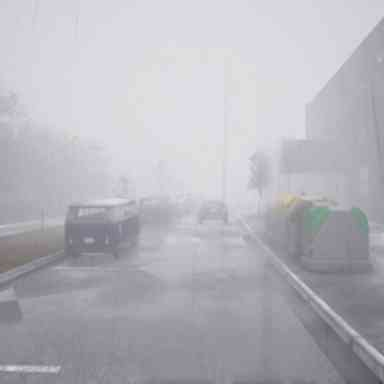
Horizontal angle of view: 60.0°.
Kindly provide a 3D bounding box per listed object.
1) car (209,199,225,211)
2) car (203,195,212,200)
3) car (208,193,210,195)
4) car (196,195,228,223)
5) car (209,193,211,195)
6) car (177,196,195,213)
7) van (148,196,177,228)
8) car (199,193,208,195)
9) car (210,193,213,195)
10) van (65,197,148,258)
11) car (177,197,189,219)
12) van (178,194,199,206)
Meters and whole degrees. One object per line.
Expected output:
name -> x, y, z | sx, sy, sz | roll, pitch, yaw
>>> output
car -> 3.304, 1.596, 42.969 | 1.994, 1.385, 4.181 | 0, 0, 5
car -> 4.558, 1.636, 95.506 | 2.231, 1.521, 4.892 | 0, -1, 8
car -> 1.917, 1.553, 67.894 | 2.097, 1.535, 5.008 | 0, 0, 8
car -> 1.669, 1.375, 25.552 | 2.097, 1.767, 4.553 | 0, 0, 5
car -> 2.445, 1.575, 73.416 | 2.097, 1.535, 5.008 | 0, 0, 8
car -> -1.254, 1.515, 34.760 | 2.231, 1.521, 4.892 | 0, 1, 4
van -> -2.398, 1.279, 22.791 | 1.878, 1.987, 4.442 | 0, 1, 3
car -> 0.975, 1.318, 58.055 | 2.435, 2.045, 5.566 | 0, 0, 6
car -> 3.429, 1.594, 83.622 | 1.946, 1.575, 5.366 | 0, 0, 8
van -> -3.193, 1.268, 12.871 | 1.878, 1.987, 4.442 | 0, 1, 3
car -> -1.779, 1.540, 29.274 | 2.163, 1.488, 4.792 | 0, 1, 4
van -> -0.707, 1.316, 40.419 | 1.878, 1.987, 4.442 | 0, 0, 8
